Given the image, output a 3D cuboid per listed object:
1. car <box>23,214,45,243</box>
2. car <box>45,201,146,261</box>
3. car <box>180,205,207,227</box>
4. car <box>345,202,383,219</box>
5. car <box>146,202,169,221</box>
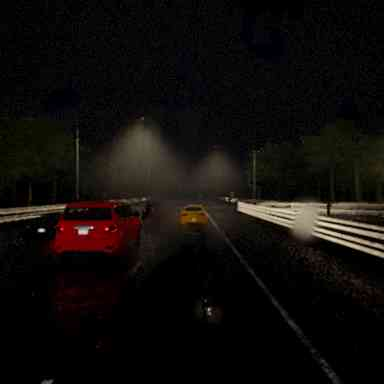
[{"bbox_3d":[-6.882,1.752,17.215,1.994,1.385,4.181,0,-1,0],"label":"car"},{"bbox_3d":[-3.385,1.364,13.037,2.150,2.045,5.566,0,-1,0],"label":"car"},{"bbox_3d":[0.125,1.743,24.914,1.882,1.535,5.008,0,0,0],"label":"car"},{"bbox_3d":[16.540,1.632,30.661,2.163,1.488,4.792,1,-2,-29],"label":"car"},{"bbox_3d":[-3.368,1.671,31.213,2.097,1.767,4.553,0,0,0],"label":"car"}]
